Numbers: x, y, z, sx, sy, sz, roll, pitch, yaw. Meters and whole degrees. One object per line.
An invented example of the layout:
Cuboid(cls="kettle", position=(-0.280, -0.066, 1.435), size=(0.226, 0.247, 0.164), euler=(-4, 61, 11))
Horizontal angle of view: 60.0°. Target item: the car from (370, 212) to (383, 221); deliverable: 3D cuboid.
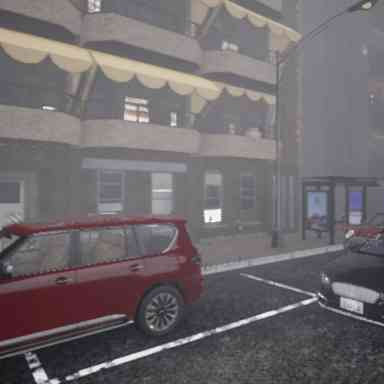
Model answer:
Cuboid(cls="car", position=(7.102, 1.421, 11.625), size=(4.097, 1.590, 1.967), euler=(0, 0, -35))

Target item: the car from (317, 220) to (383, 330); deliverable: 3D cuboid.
Cuboid(cls="car", position=(4.455, 1.480, 6.555), size=(4.902, 1.511, 2.128), euler=(0, 0, -35))

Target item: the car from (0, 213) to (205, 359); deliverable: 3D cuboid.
Cuboid(cls="car", position=(-2.097, 1.314, 5.066), size=(5.009, 1.841, 2.192), euler=(0, 0, -35))
